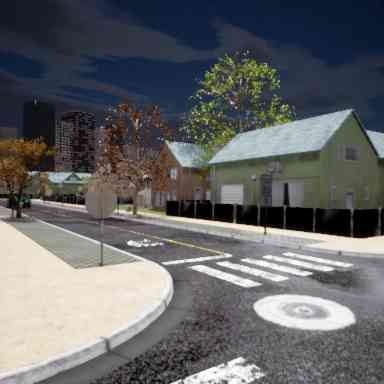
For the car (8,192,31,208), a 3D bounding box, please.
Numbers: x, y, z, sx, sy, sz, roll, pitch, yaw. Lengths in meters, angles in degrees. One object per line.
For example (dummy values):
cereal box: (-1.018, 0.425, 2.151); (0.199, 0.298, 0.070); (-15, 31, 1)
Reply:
car: (-22.749, 1.075, 43.827); (2.150, 2.045, 5.566); (1, 0, -35)
